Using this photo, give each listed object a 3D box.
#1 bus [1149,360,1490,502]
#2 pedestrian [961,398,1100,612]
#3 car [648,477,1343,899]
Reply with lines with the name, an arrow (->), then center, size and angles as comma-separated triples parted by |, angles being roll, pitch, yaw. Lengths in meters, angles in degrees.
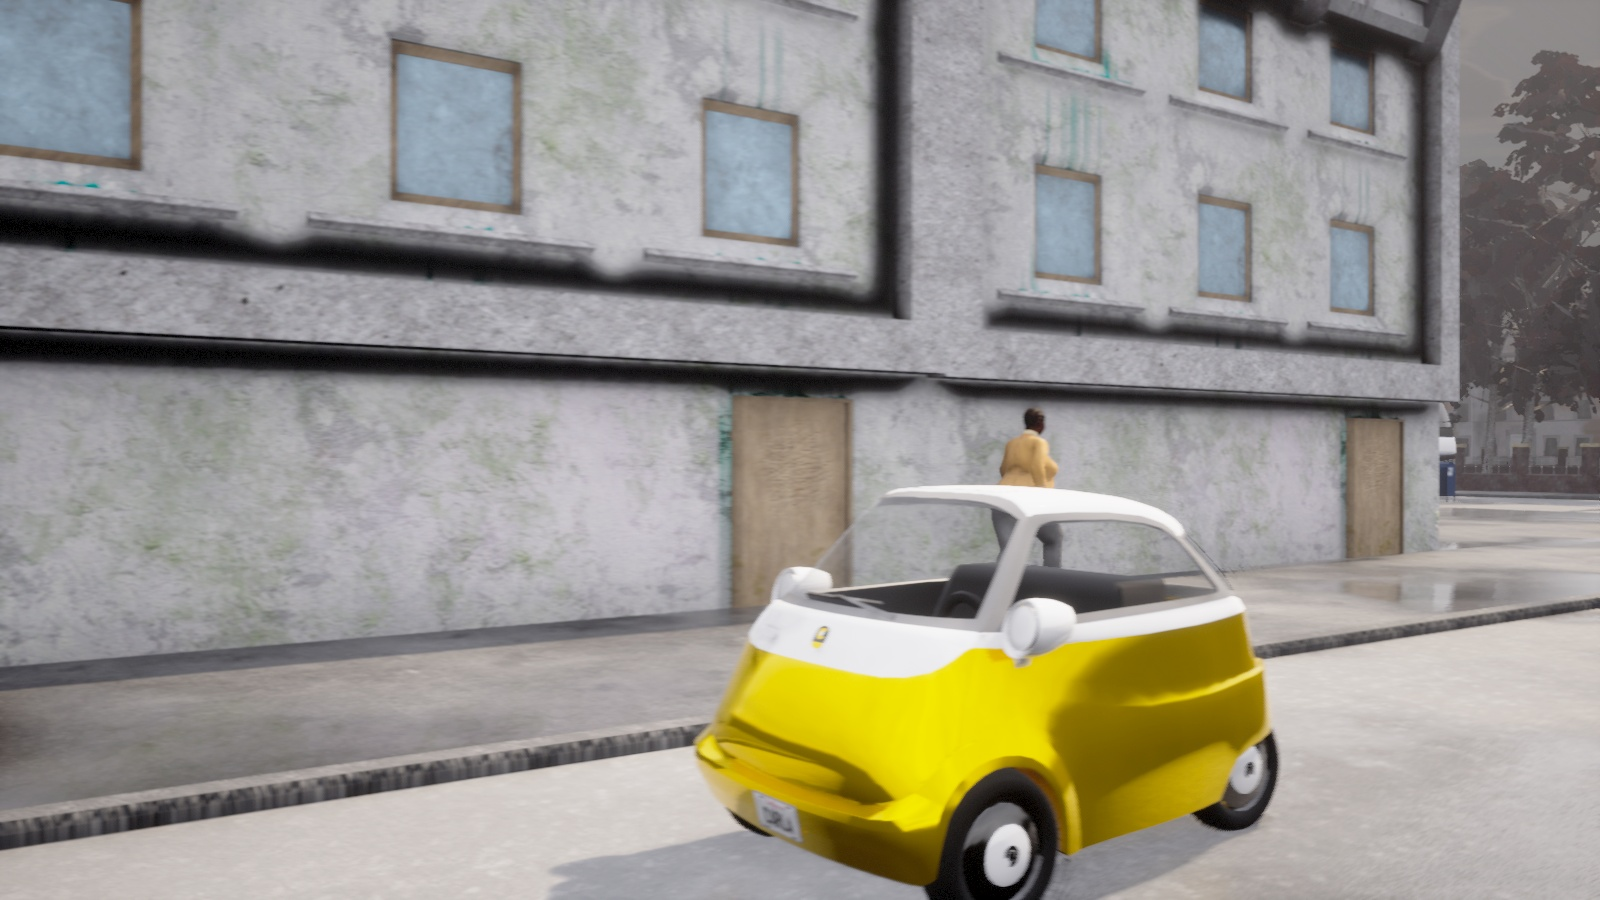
bus -> 17.304, -0.563, 42.848 | 3.944, 4.253, 10.273 | 0, 0, -34
pedestrian -> 2.108, 0.478, 11.505 | 0.900, 1.855, 0.874 | 0, 0, -39
car -> 0.753, 0.810, 4.793 | 2.207, 1.376, 1.481 | 0, 0, -35
